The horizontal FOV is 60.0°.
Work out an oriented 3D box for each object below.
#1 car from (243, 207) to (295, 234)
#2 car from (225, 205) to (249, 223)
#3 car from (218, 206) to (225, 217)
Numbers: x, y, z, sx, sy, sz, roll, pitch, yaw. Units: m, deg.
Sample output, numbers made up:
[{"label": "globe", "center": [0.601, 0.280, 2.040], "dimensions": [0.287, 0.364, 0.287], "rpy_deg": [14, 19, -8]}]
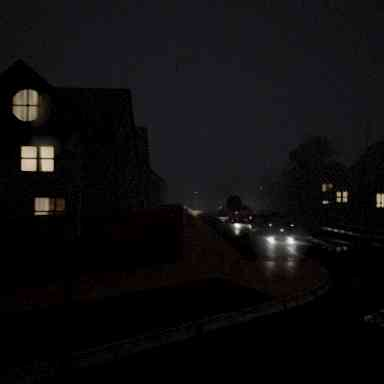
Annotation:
[{"label": "car", "center": [5.275, 1.985, 22.714], "dimensions": [2.033, 1.411, 5.357], "rpy_deg": [1, -2, -3]}, {"label": "car", "center": [4.922, 2.070, 32.987], "dimensions": [2.097, 1.767, 4.553], "rpy_deg": [1, -2, -2]}, {"label": "car", "center": [4.554, 2.587, 44.710], "dimensions": [2.033, 1.411, 5.357], "rpy_deg": [1, -2, -2]}]
